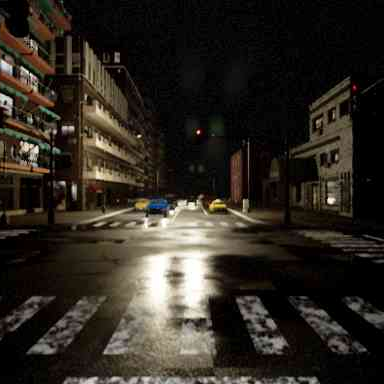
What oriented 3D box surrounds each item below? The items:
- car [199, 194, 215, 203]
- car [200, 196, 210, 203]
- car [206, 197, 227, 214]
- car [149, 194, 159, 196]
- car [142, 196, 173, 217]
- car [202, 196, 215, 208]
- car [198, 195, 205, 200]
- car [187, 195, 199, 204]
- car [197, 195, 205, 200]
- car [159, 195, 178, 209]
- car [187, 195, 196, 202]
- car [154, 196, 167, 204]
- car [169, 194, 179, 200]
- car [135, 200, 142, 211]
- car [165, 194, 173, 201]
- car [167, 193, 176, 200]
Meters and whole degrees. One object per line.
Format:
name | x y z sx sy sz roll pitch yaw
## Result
car | 2.634 1.273 50.789 2.192 1.841 5.009 0 0 0
car | 2.613 1.508 67.407 2.008 1.369 4.403 0 0 0
car | 2.653 1.491 34.342 1.752 1.417 4.829 0 0 0
car | -5.747 1.273 50.779 2.192 1.841 5.009 0 0 0
car | -3.136 1.445 31.031 1.882 1.535 5.008 0 0 0
car | 2.639 1.541 45.250 1.802 1.307 4.206 0 0 0
car | 2.585 1.493 89.734 1.752 1.417 4.829 0 0 0
car | -0.072 1.504 60.558 2.033 1.411 5.357 0 0 0
car | 2.579 1.523 95.103 2.008 1.369 4.403 0 0 0
car | -3.127 1.487 41.259 1.812 1.442 4.674 0 0 0
car | -0.084 1.325 70.977 1.882 1.535 5.008 0 0 0
car | -5.762 1.507 61.857 2.008 1.369 4.403 0 0 0
car | -3.132 1.462 51.276 1.837 1.490 4.892 0 0 0
car | -5.735 1.488 39.530 1.752 1.417 4.829 0 0 0
car | -5.788 1.404 84.014 1.967 1.590 4.097 0 0 0
car | -5.801 1.287 95.093 2.192 1.841 5.009 0 0 0
